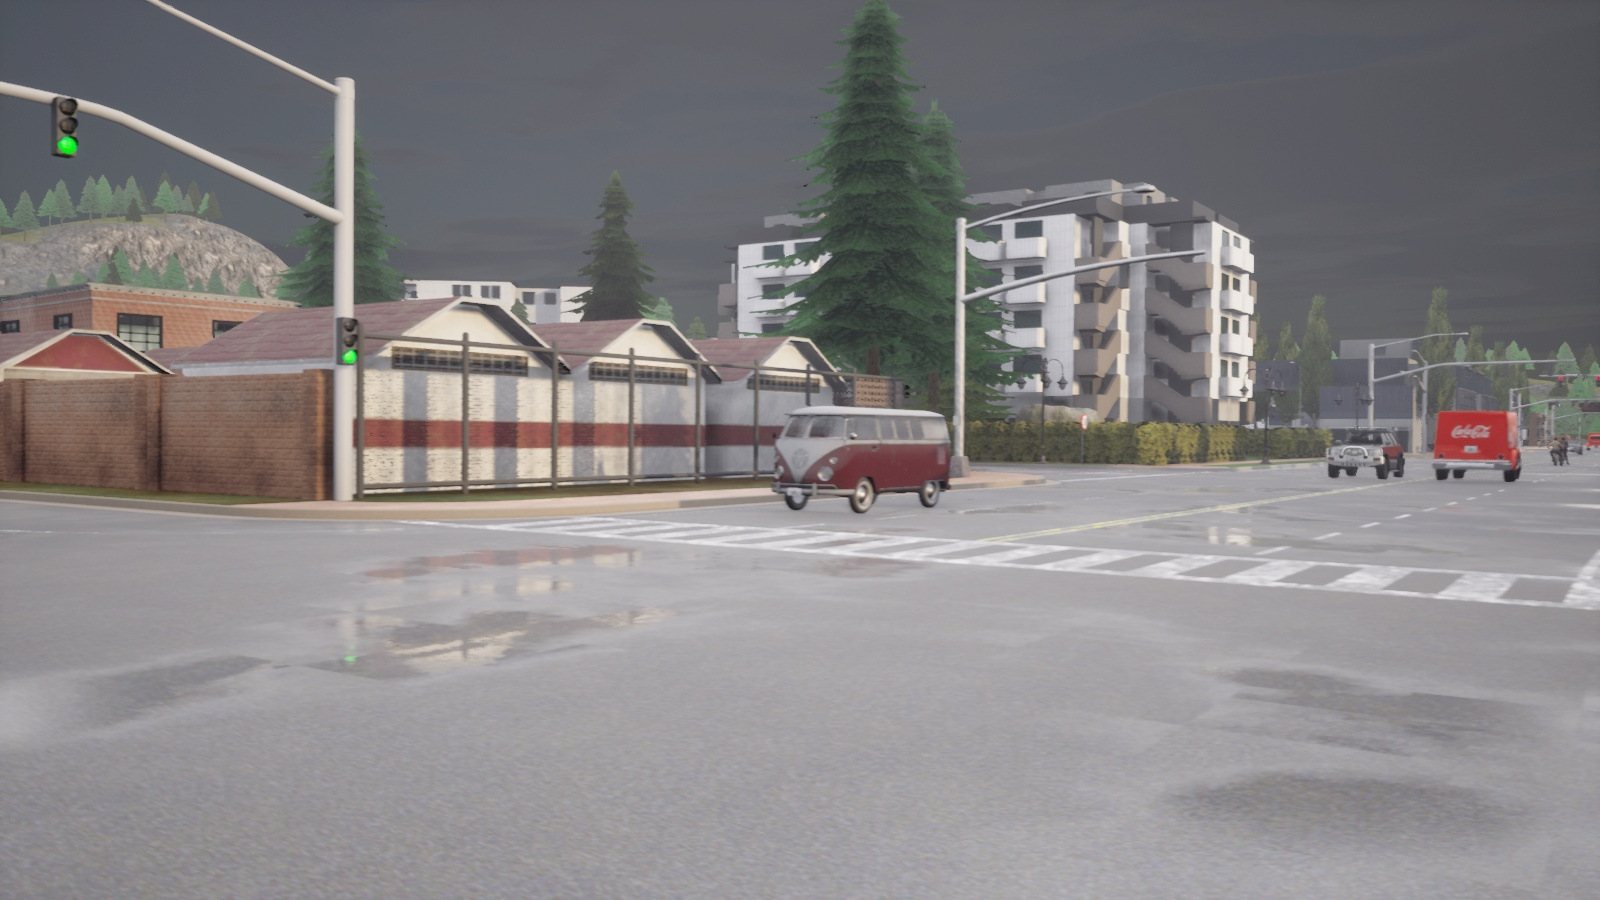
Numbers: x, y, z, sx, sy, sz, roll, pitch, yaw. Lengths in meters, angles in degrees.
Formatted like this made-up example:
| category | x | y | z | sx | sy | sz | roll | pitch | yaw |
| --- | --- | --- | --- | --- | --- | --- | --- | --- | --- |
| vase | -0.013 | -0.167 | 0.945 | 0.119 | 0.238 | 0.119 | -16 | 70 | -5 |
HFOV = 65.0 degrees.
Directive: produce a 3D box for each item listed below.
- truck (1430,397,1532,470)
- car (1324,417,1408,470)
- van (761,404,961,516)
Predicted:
| category | x | y | z | sx | sy | sz | roll | pitch | yaw |
| --- | --- | --- | --- | --- | --- | --- | --- | --- | --- |
| truck | 24.576 | -0.595 | 45.229 | 2.627 | 2.467 | 5.204 | 0 | 1 | 35 |
| car | 20.720 | -0.265 | 45.845 | 1.932 | 1.855 | 4.605 | 0 | 1 | 35 |
| van | 1.289 | 0.138 | 24.520 | 1.775 | 1.987 | 4.442 | 0 | 1 | 35 |
